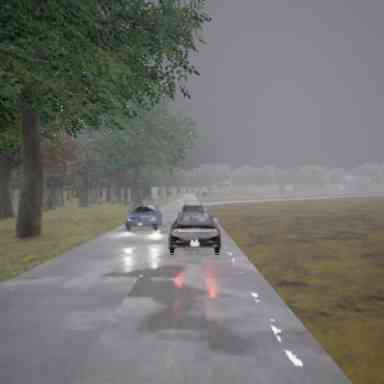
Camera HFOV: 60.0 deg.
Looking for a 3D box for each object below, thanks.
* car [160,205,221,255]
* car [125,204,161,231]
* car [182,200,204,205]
[{"bbox_3d":[0.090,1.476,13.244,2.128,1.511,4.902,0,0,0],"label":"car"},{"bbox_3d":[-2.853,1.507,20.613,1.812,1.442,4.674,0,0,0],"label":"car"},{"bbox_3d":[0.094,1.460,29.918,1.882,1.535,5.008,0,0,0],"label":"car"}]
